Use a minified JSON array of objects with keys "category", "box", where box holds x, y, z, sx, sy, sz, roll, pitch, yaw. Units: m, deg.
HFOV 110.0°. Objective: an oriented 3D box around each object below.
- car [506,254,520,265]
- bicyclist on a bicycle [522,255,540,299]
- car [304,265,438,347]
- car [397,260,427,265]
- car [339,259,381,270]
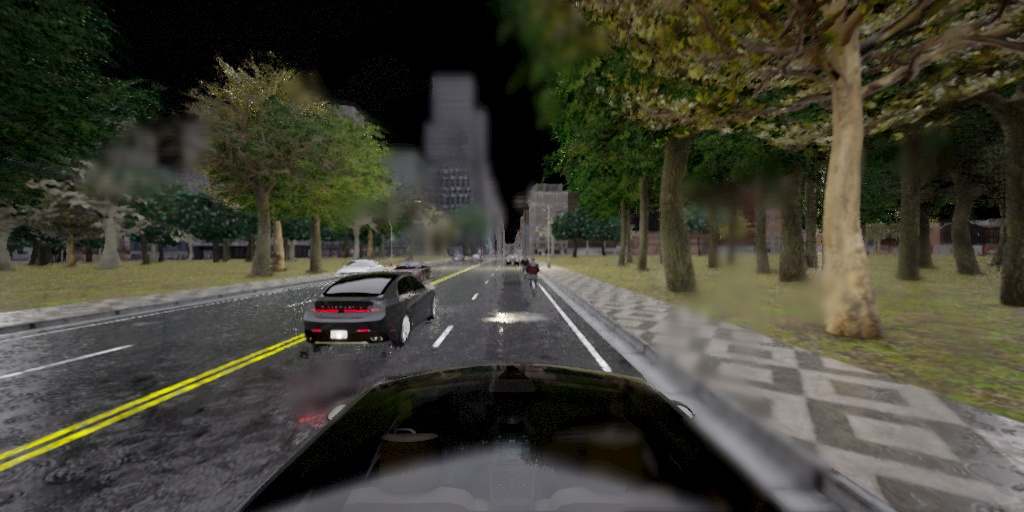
[{"category":"car","box":[0.103,0.652,51.487,1.895,1.301,4.718,0,1,0]},{"category":"bicyclist on a bicycle","box":[0.895,0.916,15.372,0.659,1.776,1.843,0,1,0]},{"category":"car","box":[-3.149,1.146,8.944,1.837,1.490,4.892,0,1,0]},{"category":"car","box":[-6.596,0.988,23.696,1.994,1.385,4.181,0,1,0]},{"category":"car","box":[-9.846,0.951,23.602,1.812,1.442,4.674,0,1,0]}]
